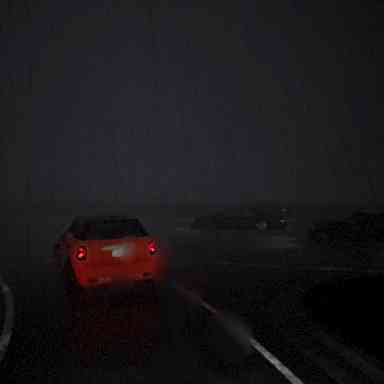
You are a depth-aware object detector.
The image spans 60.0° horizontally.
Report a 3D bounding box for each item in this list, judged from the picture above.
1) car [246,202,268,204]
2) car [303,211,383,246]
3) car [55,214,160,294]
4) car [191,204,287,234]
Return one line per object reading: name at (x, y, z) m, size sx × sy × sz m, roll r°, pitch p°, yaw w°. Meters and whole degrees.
car at (4.716, 1.556, 25.987) m, size 4.902 × 1.511 × 2.128 m, roll 0°, pitch 0°, yaw 14°
car at (7.331, 1.557, 14.517) m, size 4.674 × 1.442 × 1.812 m, roll 0°, pitch 0°, yaw 14°
car at (-2.530, 1.379, 9.266) m, size 2.097 × 1.767 × 4.553 m, roll 0°, pitch 0°, yaw -26°
car at (2.714, 1.596, 19.271) m, size 5.357 × 1.411 × 2.033 m, roll 0°, pitch 0°, yaw 14°
